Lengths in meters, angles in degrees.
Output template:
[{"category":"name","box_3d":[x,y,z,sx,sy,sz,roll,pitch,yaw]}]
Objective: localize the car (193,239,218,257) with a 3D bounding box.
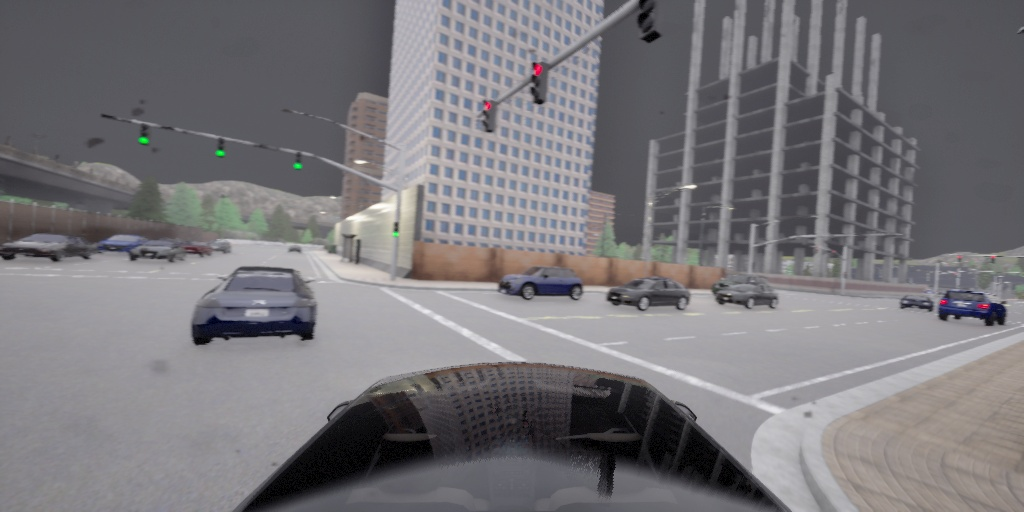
[{"category":"car","box_3d":[-27.294,-0.617,30.874,1.895,1.301,4.718,4,0,-30]}]

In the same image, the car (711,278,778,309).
[{"category":"car","box_3d":[14.921,2.467,22.704,4.892,1.490,1.837,4,0,-31]}]

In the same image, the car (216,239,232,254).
[{"category":"car","box_3d":[-32.420,-1.077,39.695,2.128,1.511,4.902,4,0,-30]}]

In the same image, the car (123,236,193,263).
[{"category":"car","box_3d":[-22.849,-0.349,23.337,1.994,1.385,4.181,4,0,-30]}]

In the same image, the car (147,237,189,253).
[{"category":"car","box_3d":[-34.275,-1.120,35.915,1.895,1.301,4.718,4,0,-30]}]

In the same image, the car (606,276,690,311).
[{"category":"car","box_3d":[6.863,1.848,17.919,4.892,1.490,1.837,4,0,-31]}]

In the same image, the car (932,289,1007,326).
[{"category":"car","box_3d":[29.957,3.309,23.319,5.566,2.045,2.150,4,0,-29]}]

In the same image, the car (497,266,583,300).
[{"category":"car","box_3d":[1.528,1.299,18.807,4.553,1.767,2.097,4,0,-31]}]

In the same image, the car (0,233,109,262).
[{"category":"car","box_3d":[-24.462,-0.501,19.183,2.033,1.411,5.357,4,0,-31]}]

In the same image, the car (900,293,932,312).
[{"category":"car","box_3d":[36.234,4.190,32.071,4.718,1.301,1.895,4,0,-40]}]

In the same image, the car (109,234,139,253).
[{"category":"car","box_3d":[-29.249,-0.899,27.321,1.882,1.535,5.008,4,0,-30]}]

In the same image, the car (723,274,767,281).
[{"category":"car","box_3d":[18.475,2.471,28.850,5.566,2.045,2.150,4,0,-31]}]

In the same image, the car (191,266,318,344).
[{"category":"car","box_3d":[-5.578,0.918,8.160,1.994,1.385,4.181,4,0,-31]}]
